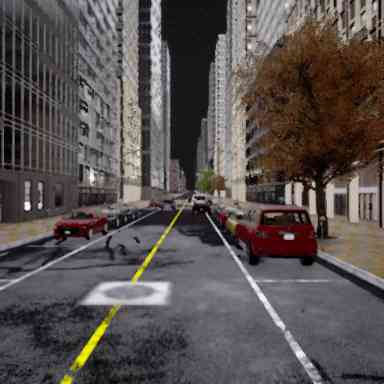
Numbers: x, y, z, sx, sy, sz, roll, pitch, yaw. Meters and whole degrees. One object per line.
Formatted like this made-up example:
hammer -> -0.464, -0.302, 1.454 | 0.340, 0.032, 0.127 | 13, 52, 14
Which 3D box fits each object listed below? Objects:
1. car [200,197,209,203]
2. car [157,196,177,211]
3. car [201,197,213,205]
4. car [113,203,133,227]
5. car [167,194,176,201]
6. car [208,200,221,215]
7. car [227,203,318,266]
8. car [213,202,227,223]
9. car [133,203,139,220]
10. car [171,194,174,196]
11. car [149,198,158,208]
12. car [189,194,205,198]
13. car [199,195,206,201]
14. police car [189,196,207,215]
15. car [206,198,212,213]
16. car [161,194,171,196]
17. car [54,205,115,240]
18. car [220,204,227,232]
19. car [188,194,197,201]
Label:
car -> 2.817, 1.722, 74.099 | 1.802, 1.307, 4.206 | 0, 0, 0
car -> -3.021, 1.632, 42.873 | 1.812, 1.442, 4.674 | 0, 0, 0
car -> 2.799, 1.697, 62.751 | 1.947, 1.339, 4.313 | 0, 0, 0
car -> -5.647, 1.617, 23.045 | 2.008, 1.369, 4.403 | 0, 0, 0
car -> -5.532, 1.461, 91.155 | 2.192, 1.841, 5.009 | 1, 0, 0
car -> 2.742, 1.629, 28.700 | 2.008, 1.369, 4.403 | 0, 0, 0
car -> 2.716, 1.350, 11.677 | 2.192, 1.841, 5.009 | 0, 0, 0
car -> 2.733, 1.610, 23.025 | 1.887, 1.381, 4.507 | 0, 0, 0
car -> -5.638, 1.630, 28.721 | 2.008, 1.369, 4.403 | 0, 0, 0
car -> -5.570, 1.452, 68.452 | 2.192, 1.841, 5.009 | 0, 0, 0
car -> -5.601, 1.664, 51.424 | 1.887, 1.381, 4.507 | 0, 0, 0
car -> 0.974, 1.335, 45.645 | 2.150, 2.045, 5.566 | 0, 0, 0
car -> 2.846, 1.670, 91.294 | 1.752, 1.417, 4.829 | 1, 0, 0
police car -> 0.958, 1.518, 35.725 | 1.930, 1.638, 5.238 | 0, 0, 0
car -> 2.752, 1.616, 34.546 | 1.752, 1.417, 4.829 | 0, 0, 0
car -> -5.581, 1.572, 62.777 | 1.967, 1.590, 4.097 | 0, 0, 0
car -> -5.657, 1.597, 17.370 | 1.887, 1.381, 4.507 | 0, 0, 0
car -> 2.724, 1.576, 17.521 | 1.752, 1.417, 4.829 | 0, 0, 0
car -> 0.140, 1.373, 86.069 | 2.097, 1.767, 4.553 | 0, 0, 0
